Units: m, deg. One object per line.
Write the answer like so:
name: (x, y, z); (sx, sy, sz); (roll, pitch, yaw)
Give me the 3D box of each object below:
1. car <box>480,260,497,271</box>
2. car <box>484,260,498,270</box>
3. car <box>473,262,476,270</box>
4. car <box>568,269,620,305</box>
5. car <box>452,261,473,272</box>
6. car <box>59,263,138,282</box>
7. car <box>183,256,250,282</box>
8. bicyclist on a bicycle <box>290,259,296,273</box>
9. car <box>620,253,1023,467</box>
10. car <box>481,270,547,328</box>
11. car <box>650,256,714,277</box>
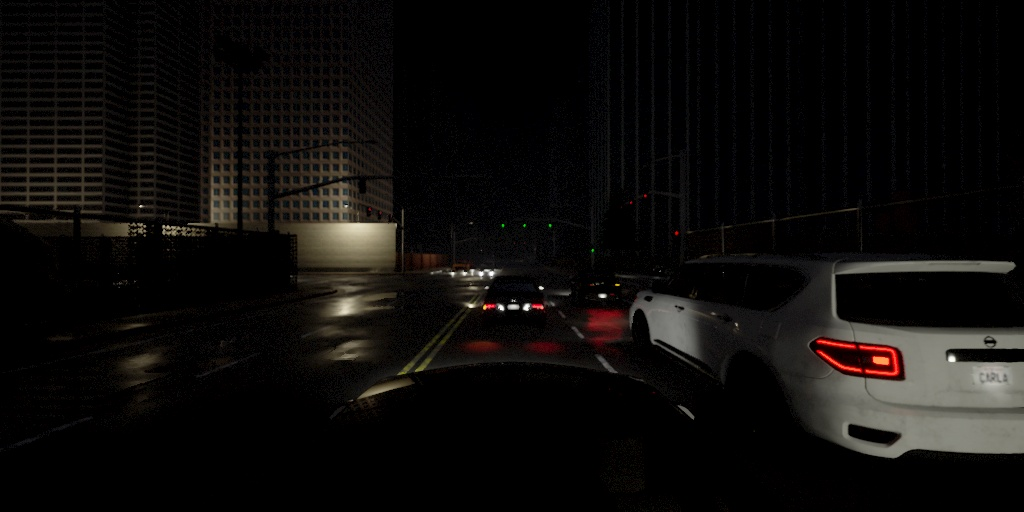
car: (-3.613, 1.570, 52.813); (1.895, 1.301, 4.718); (0, 0, 0)
car: (-3.593, 1.499, 61.876); (2.128, 1.511, 4.902); (0, 0, 0)
car: (-7.099, 1.524, 59.611); (1.812, 1.442, 4.674); (0, 0, 0)
car: (3.796, 1.321, 16.653); (1.837, 1.490, 4.892); (0, 0, 5)
car: (-7.114, 1.436, 50.272); (1.882, 1.535, 5.008); (0, 0, 0)
car: (-33.901, 1.320, 29.627); (4.892, 1.490, 1.837); (0, 0, 0)
car: (-24.092, 1.036, 29.607); (5.566, 2.045, 2.150); (0, 0, 0)
bicyclist on a bicycle: (-25.588, 1.167, 41.591); (0.582, 1.620, 1.656); (0, 0, 0)
car: (3.599, 0.989, 5.372); (2.150, 2.045, 5.566); (0, 0, 0)
car: (0.059, 1.340, 11.538); (2.033, 1.411, 5.357); (0, 0, 0)
car: (17.299, 1.066, 36.731); (5.566, 2.045, 2.150); (0, 0, 0)
